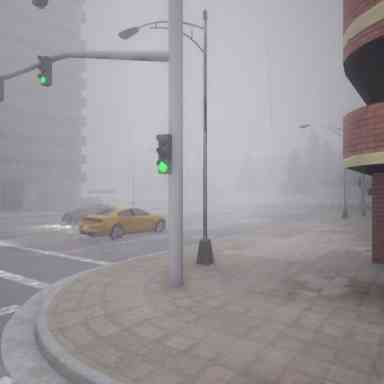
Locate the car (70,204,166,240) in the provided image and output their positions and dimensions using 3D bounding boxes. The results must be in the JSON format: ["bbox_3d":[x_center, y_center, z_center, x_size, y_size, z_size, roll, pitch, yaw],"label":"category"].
[{"bbox_3d":[-3.385,1.477,17.142,1.882,1.535,5.008,0,0,36],"label":"car"}]

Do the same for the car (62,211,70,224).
[{"bbox_3d":[-7.213,1.564,24.116,1.994,1.385,4.181,0,0,36],"label":"car"}]
